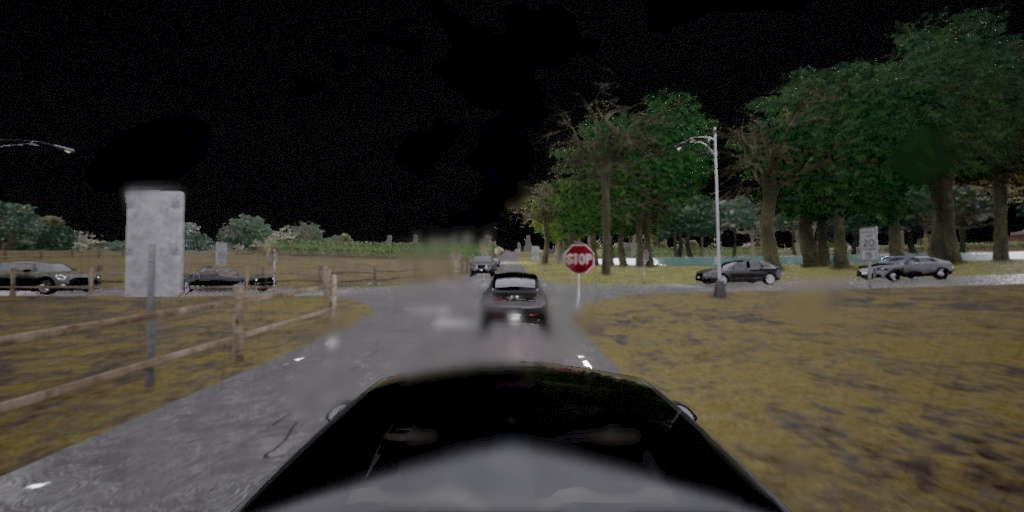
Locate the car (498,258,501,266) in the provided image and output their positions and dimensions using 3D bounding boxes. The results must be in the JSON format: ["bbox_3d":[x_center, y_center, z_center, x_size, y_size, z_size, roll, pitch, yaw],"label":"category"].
[{"bbox_3d":[-2.841,1.133,45.691,2.128,1.511,4.902,0,0,0],"label":"car"}]

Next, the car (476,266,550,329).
[{"bbox_3d":[0.096,1.248,11.169,1.837,1.490,4.892,0,0,0],"label":"car"}]

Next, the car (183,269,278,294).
[{"bbox_3d":[-15.473,1.348,19.335,4.718,1.301,1.895,0,-1,-2],"label":"car"}]

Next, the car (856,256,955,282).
[{"bbox_3d":[24.394,0.747,22.370,4.902,1.511,2.128,-2,-1,0],"label":"car"}]

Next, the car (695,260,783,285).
[{"bbox_3d":[14.031,1.030,22.336,4.892,1.490,1.837,-1,-1,0],"label":"car"}]

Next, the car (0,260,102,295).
[{"bbox_3d":[-25.122,1.095,19.263,4.553,1.767,2.097,0,-1,0],"label":"car"}]

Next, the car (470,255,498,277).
[{"bbox_3d":[-2.825,0.927,35.341,2.150,2.045,5.566,0,0,-1],"label":"car"}]

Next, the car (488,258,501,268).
[{"bbox_3d":[-2.822,1.037,57.744,1.837,1.490,4.892,0,0,0],"label":"car"}]
